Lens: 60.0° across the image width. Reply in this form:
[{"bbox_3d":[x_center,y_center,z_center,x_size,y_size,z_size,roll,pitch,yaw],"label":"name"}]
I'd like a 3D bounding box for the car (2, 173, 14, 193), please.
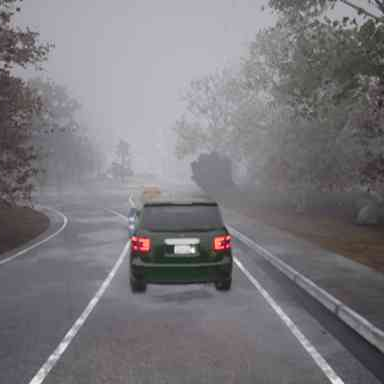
[{"bbox_3d":[-23.598,-0.843,38.783,5.566,2.045,2.150,1,6,10],"label":"car"}]

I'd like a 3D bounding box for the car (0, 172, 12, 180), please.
[{"bbox_3d":[-39.191,-3.149,67.167,1.837,1.490,4.892,3,5,28],"label":"car"}]

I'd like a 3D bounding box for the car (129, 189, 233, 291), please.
[{"bbox_3d":[-0.345,1.087,8.856,2.150,2.045,5.566,0,1,-4],"label":"car"}]

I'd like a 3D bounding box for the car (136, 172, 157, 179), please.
[{"bbox_3d":[-10.320,-3.846,75.381,5.008,1.535,1.882,3,6,28],"label":"car"}]

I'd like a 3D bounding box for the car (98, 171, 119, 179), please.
[{"bbox_3d":[-18.822,-3.854,74.674,4.553,1.767,2.097,0,5,1],"label":"car"}]

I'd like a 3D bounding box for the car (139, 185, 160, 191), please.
[{"bbox_3d":[-4.013,0.034,31.925,1.882,1.535,5.008,-1,5,-11],"label":"car"}]
